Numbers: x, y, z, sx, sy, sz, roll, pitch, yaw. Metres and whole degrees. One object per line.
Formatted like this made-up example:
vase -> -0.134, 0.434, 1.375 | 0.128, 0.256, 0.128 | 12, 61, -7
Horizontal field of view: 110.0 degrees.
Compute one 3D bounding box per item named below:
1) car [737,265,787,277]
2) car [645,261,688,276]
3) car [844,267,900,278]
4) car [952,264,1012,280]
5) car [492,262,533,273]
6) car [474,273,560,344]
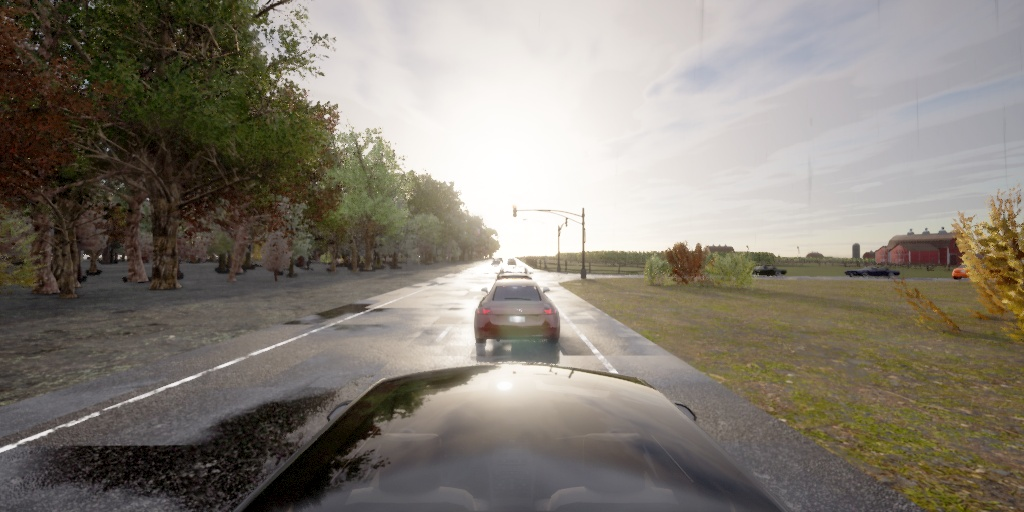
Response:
car -> 28.329, 1.714, 40.844 | 4.718, 1.301, 1.895 | 1, -1, 0
car -> 17.552, 1.348, 40.932 | 4.553, 1.767, 2.097 | 1, -1, 1
car -> 40.836, 1.850, 40.781 | 4.718, 1.301, 1.895 | 1, -1, 0
car -> 48.894, 1.630, 37.163 | 4.553, 1.767, 2.097 | 1, -1, 0
car -> 0.097, 1.244, 18.529 | 2.128, 1.511, 4.902 | 0, 0, 0
car -> 0.101, 1.315, 9.631 | 1.994, 1.385, 4.181 | 0, 0, 0
